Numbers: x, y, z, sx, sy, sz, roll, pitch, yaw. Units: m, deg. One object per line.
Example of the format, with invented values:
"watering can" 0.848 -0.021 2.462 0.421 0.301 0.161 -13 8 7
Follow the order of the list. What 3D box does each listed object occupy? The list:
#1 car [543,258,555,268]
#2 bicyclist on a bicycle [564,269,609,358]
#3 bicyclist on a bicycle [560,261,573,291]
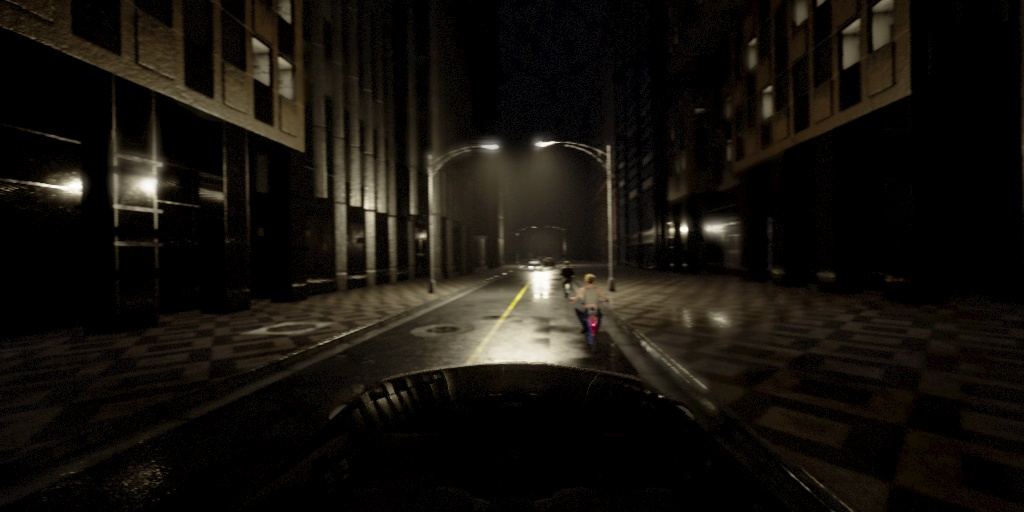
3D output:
"car" 6.527 1.245 62.452 1.882 1.535 5.008 -1 0 6
"bicyclist on a bicycle" 1.622 1.172 7.465 0.866 1.612 1.509 -1 0 5
"bicyclist on a bicycle" 2.485 1.112 16.171 0.659 1.776 1.843 -1 0 6
